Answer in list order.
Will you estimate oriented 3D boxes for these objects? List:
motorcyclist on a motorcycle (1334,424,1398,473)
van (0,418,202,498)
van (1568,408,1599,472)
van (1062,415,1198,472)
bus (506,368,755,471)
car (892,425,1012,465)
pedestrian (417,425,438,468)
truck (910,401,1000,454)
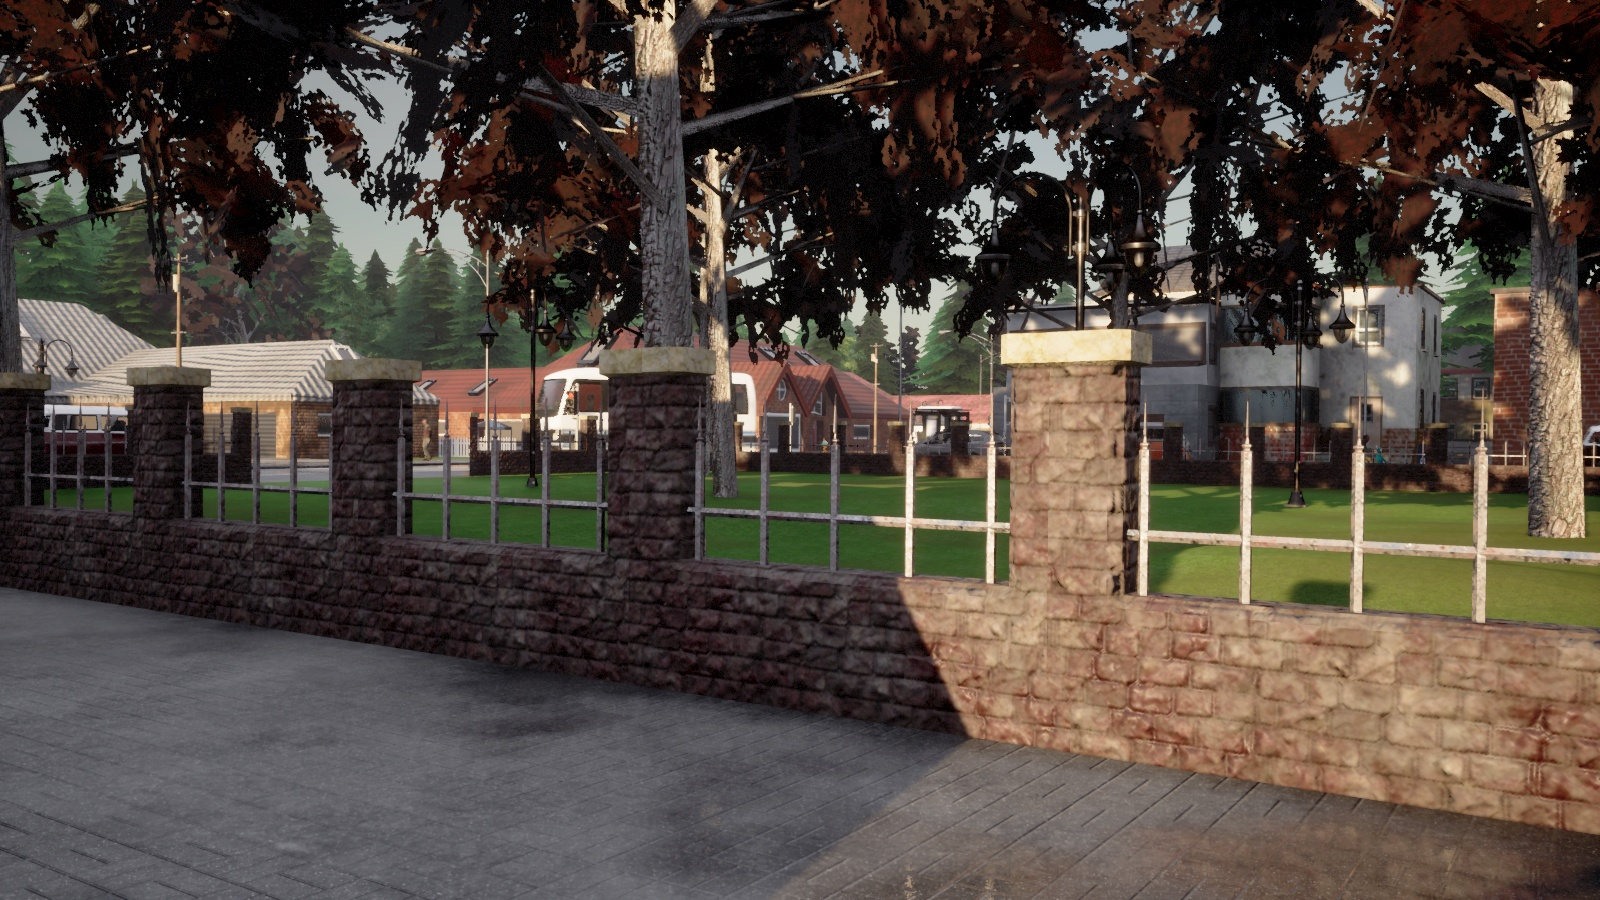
[{"bbox_3d":[18.643,-0.048,41.342,1.817,1.590,0.866,0,1,32],"label":"motorcyclist on a motorcycle"},{"bbox_3d":[-19.074,0.159,34.308,2.069,2.038,4.480,0,1,33],"label":"van"},{"bbox_3d":[27.370,-0.345,40.406,4.480,2.038,2.069,0,1,33],"label":"van"},{"bbox_3d":[12.015,-0.249,45.764,4.442,1.987,1.775,0,1,32],"label":"van"},{"bbox_3d":[-7.448,-1.343,56.016,10.273,4.253,3.944,-1,1,-33],"label":"bus"},{"bbox_3d":[6.553,-0.223,54.245,4.611,1.667,2.242,0,1,34],"label":"car"},{"bbox_3d":[-15.945,-0.153,53.760,0.720,1.854,0.376,-1,1,-42],"label":"pedestrian"},{"bbox_3d":[10.791,-1.529,86.497,2.891,3.462,7.936,0,1,34],"label":"truck"}]
